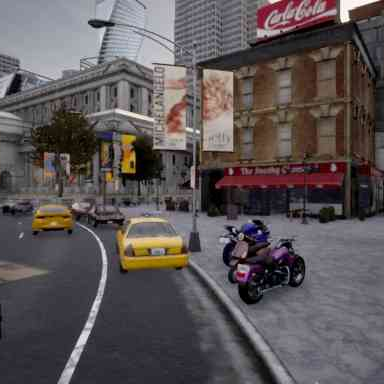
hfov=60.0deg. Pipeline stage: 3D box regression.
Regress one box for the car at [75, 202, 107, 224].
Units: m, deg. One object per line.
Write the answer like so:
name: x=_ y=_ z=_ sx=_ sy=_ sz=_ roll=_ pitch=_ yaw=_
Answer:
car: x=-9.033 y=1.513 z=27.542 sx=2.002 sy=1.452 sz=4.674 roll=0 pitch=0 yaw=-35

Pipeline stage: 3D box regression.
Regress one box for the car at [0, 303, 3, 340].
car: x=-3.416 y=1.489 z=2.634 sx=2.128 sy=1.511 sz=4.902 roll=0 pitch=0 yaw=-3

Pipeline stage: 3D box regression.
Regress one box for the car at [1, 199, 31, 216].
car: x=-17.387 y=1.476 z=32.956 sx=2.128 sy=1.511 sz=4.902 roll=0 pitch=0 yaw=-43

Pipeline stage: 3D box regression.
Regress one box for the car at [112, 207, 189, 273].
car: x=-1.493 y=1.456 z=10.762 sx=1.801 sy=1.575 sz=5.366 roll=0 pitch=0 yaw=-15

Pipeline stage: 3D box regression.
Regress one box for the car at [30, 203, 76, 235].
car: x=-8.061 y=1.471 z=19.153 sx=1.882 sy=1.535 sz=5.008 roll=0 pitch=0 yaw=-24
